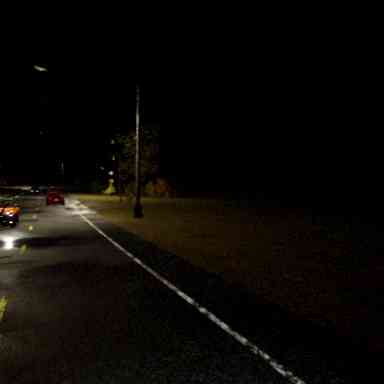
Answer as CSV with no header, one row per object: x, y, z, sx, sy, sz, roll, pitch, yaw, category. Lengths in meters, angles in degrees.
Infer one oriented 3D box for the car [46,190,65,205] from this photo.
-16.236,0.793,39.580,1.994,1.385,4.181,0,2,-24,car

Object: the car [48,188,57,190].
-23.309,0.137,55.623,1.837,1.490,4.892,0,2,-24,car

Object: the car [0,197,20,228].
-11.765,1.150,20.265,2.097,1.767,4.553,0,1,-24,car
